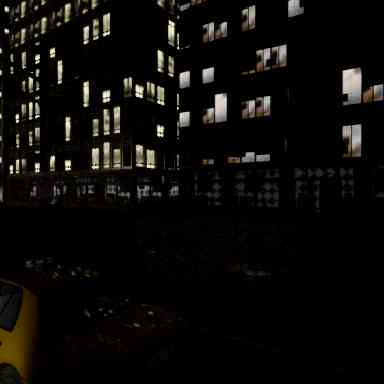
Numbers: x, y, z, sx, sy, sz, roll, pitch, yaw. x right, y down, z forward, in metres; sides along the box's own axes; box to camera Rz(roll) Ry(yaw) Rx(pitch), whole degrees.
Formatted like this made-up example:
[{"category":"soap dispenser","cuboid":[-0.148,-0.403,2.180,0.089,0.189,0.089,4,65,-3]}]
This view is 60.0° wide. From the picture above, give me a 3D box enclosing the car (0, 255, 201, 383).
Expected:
[{"category":"car","cuboid":[-2.189,1.525,4.432,4.829,1.417,1.752,0,0,36]}]
